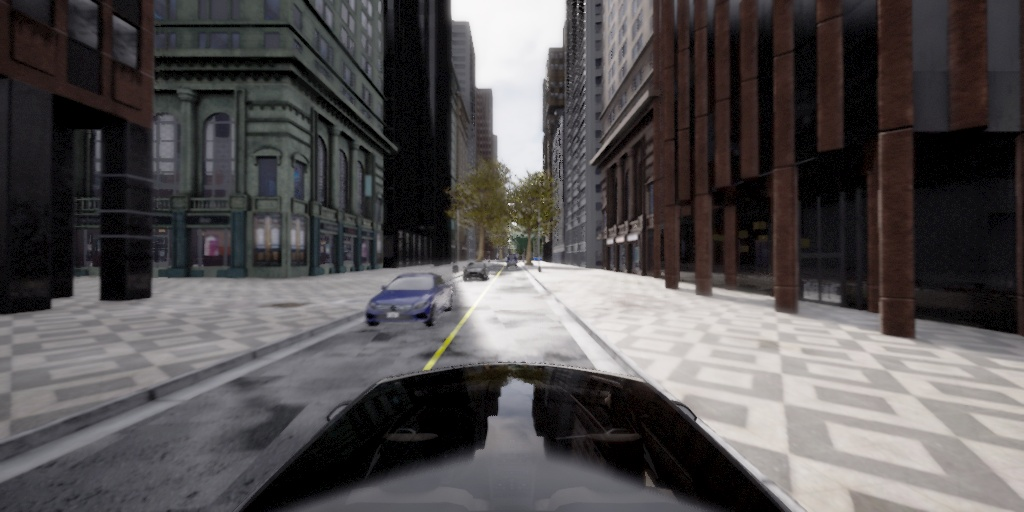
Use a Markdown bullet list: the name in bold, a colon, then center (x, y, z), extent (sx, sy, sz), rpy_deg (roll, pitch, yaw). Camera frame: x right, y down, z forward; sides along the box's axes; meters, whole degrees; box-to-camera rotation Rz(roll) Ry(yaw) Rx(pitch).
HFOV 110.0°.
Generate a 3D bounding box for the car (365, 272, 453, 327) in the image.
- **car**: center (-3.075, 1.276, 11.636), extent (1.812, 1.442, 4.674), rpy_deg (0, 0, 0)

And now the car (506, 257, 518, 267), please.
- **car**: center (-0.011, 1.314, 64.413), extent (2.033, 1.411, 5.357), rpy_deg (0, 0, 0)

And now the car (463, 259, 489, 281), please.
- **car**: center (-3.009, 1.265, 30.615), extent (1.837, 1.490, 4.892), rpy_deg (0, 0, 0)
